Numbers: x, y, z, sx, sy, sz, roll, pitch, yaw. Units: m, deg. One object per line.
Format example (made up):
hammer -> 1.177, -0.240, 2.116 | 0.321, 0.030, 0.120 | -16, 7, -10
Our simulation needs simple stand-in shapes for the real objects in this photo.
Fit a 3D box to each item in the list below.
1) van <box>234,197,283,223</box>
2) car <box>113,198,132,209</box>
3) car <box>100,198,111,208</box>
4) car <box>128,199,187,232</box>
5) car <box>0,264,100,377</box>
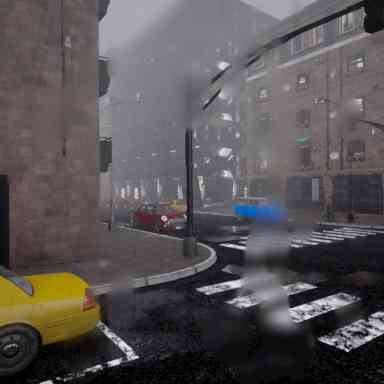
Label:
van -> 4.875, 1.280, 24.887 | 1.690, 1.788, 3.998 | 0, 0, -36
car -> -8.429, 1.463, 43.213 | 1.887, 1.381, 4.507 | -1, 0, -36
car -> -11.755, 1.463, 47.795 | 1.887, 1.381, 4.507 | -1, 0, -36
car -> -1.917, 1.441, 19.979 | 1.967, 1.590, 4.097 | 0, 0, -36
car -> -3.624, 1.526, 3.980 | 4.829, 1.417, 1.752 | 0, 0, -36
